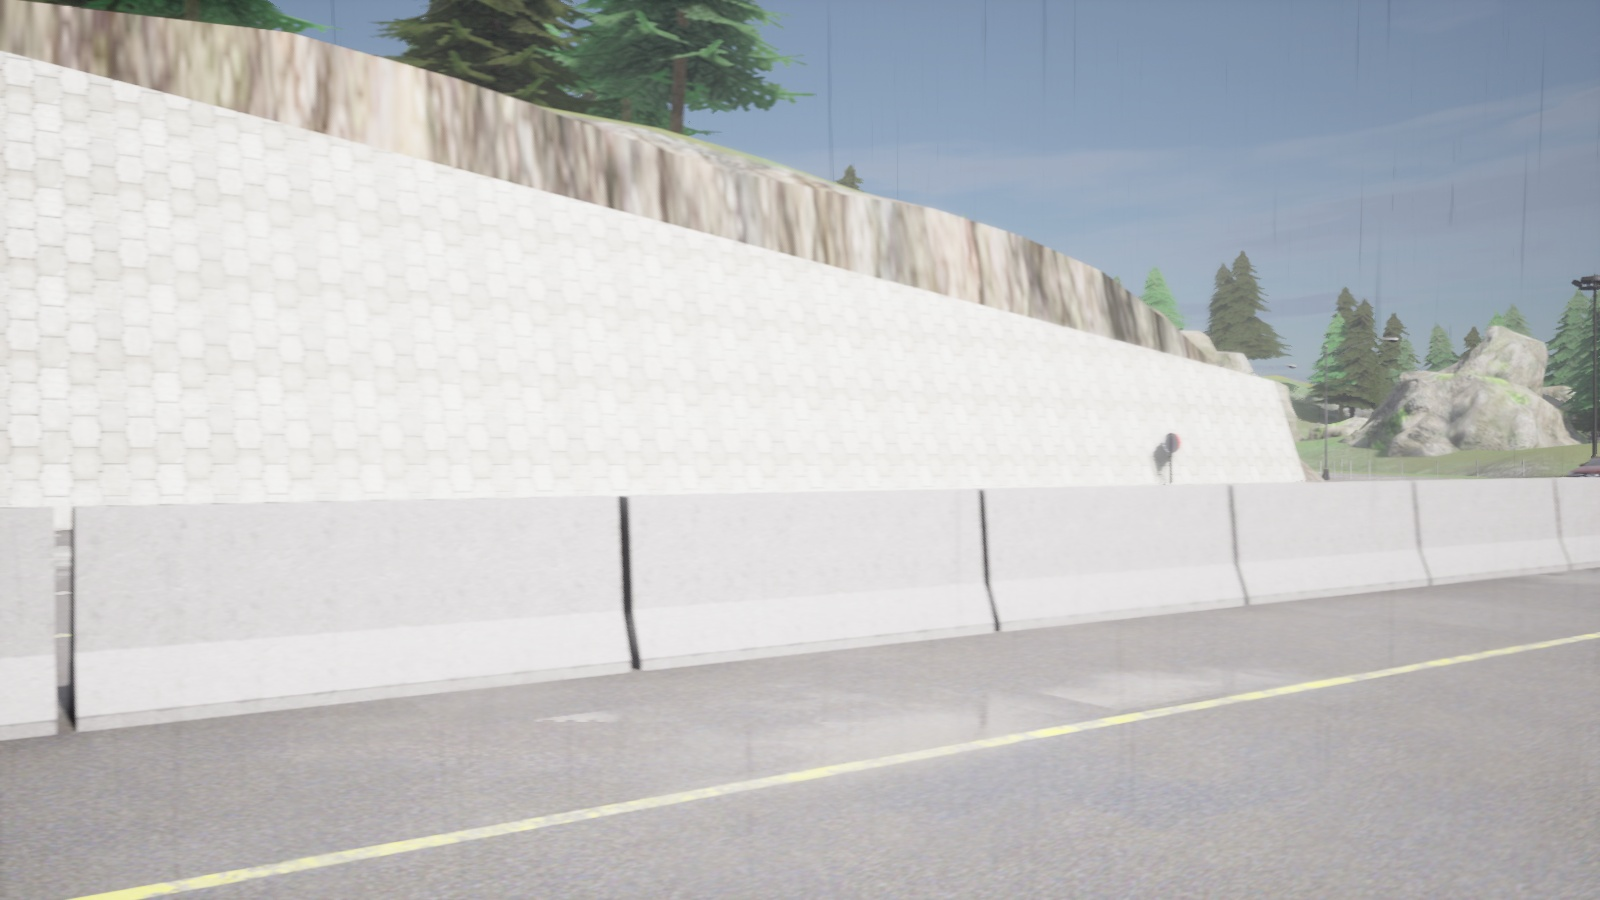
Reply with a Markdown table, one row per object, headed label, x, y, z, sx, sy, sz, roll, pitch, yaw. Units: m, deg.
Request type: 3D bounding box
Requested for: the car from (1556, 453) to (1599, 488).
| label | x | y | z | sx | sy | sz | roll | pitch | yaw |
| --- | --- | --- | --- | --- | --- | --- | --- | --- | --- |
| car | 33.898 | 0.832 | 52.838 | 4.674 | 1.442 | 1.812 | 0 | 0 | -35 |
